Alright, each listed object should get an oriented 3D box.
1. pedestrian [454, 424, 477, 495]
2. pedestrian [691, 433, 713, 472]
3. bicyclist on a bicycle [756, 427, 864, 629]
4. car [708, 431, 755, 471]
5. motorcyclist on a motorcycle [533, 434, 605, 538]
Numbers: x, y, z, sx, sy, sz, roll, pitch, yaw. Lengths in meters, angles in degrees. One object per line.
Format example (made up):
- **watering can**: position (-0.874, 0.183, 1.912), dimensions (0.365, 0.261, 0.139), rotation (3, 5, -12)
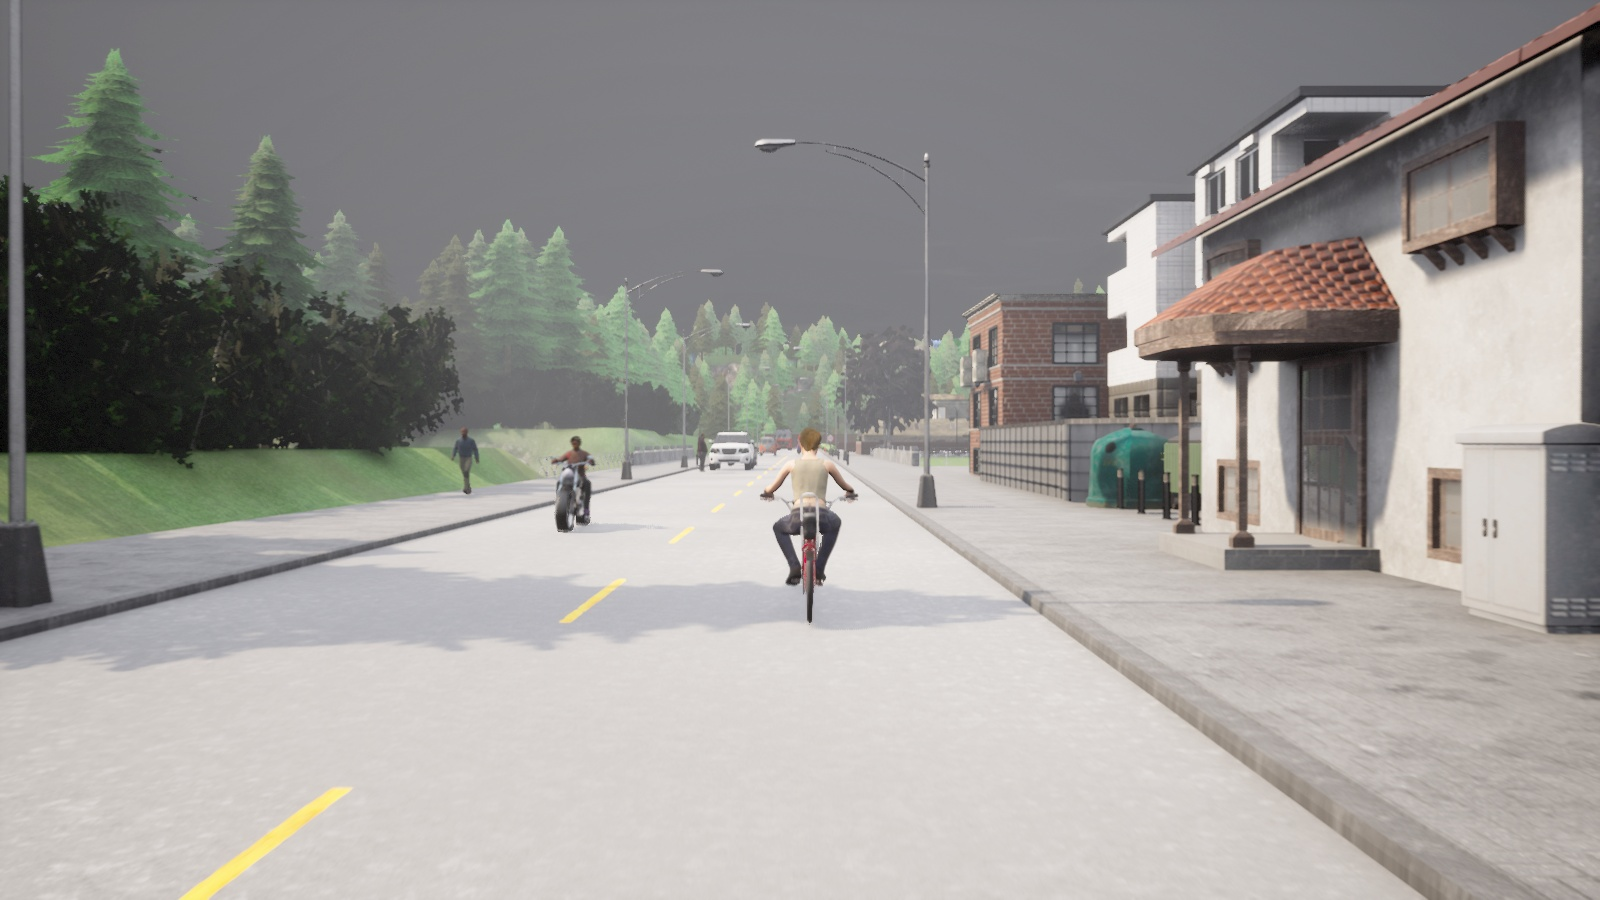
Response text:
- **pedestrian**: position (-8.786, 0.248, 32.986), dimensions (0.370, 1.835, 0.726), rotation (0, 0, 2)
- **pedestrian**: position (-4.590, 0.108, 58.891), dimensions (0.899, 1.844, 0.634), rotation (0, 0, 11)
- **bicyclist on a bicycle**: position (0.080, 0.617, 10.762), dimensions (0.866, 1.612, 1.509), rotation (0, 0, 0)
- **car**: position (-3.638, 0.052, 67.528), dimensions (2.150, 2.045, 5.566), rotation (0, 0, 0)
- **motorcyclist on a motorcycle**: position (-3.869, 0.565, 21.179), dimensions (0.766, 1.649, 2.350), rotation (0, 1, 0)
